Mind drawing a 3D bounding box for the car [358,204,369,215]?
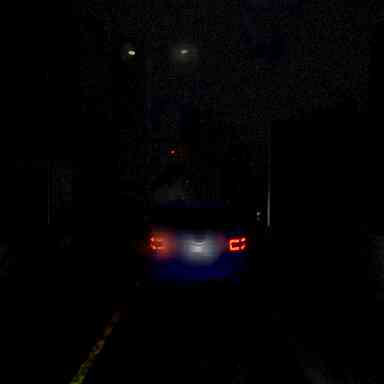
[{"bbox_3d":[18.241,1.524,32.414,4.206,1.307,1.802,1,0,0],"label":"car"}]

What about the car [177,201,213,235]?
[{"bbox_3d":[0.132,1.389,19.150,1.837,1.490,4.892,0,1,0],"label":"car"}]

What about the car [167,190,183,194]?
[{"bbox_3d":[-2.680,0.831,45.188,2.128,1.511,4.902,0,2,-1],"label":"car"}]

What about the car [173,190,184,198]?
[{"bbox_3d":[-2.531,0.346,65.015,1.895,1.301,4.718,0,2,1],"label":"car"}]

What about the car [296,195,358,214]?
[{"bbox_3d":[12.843,1.181,32.425,5.009,1.841,2.192,1,0,0],"label":"car"}]

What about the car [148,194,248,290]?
[{"bbox_3d":[0.117,1.195,9.124,2.150,2.045,5.566,0,0,0],"label":"car"}]
